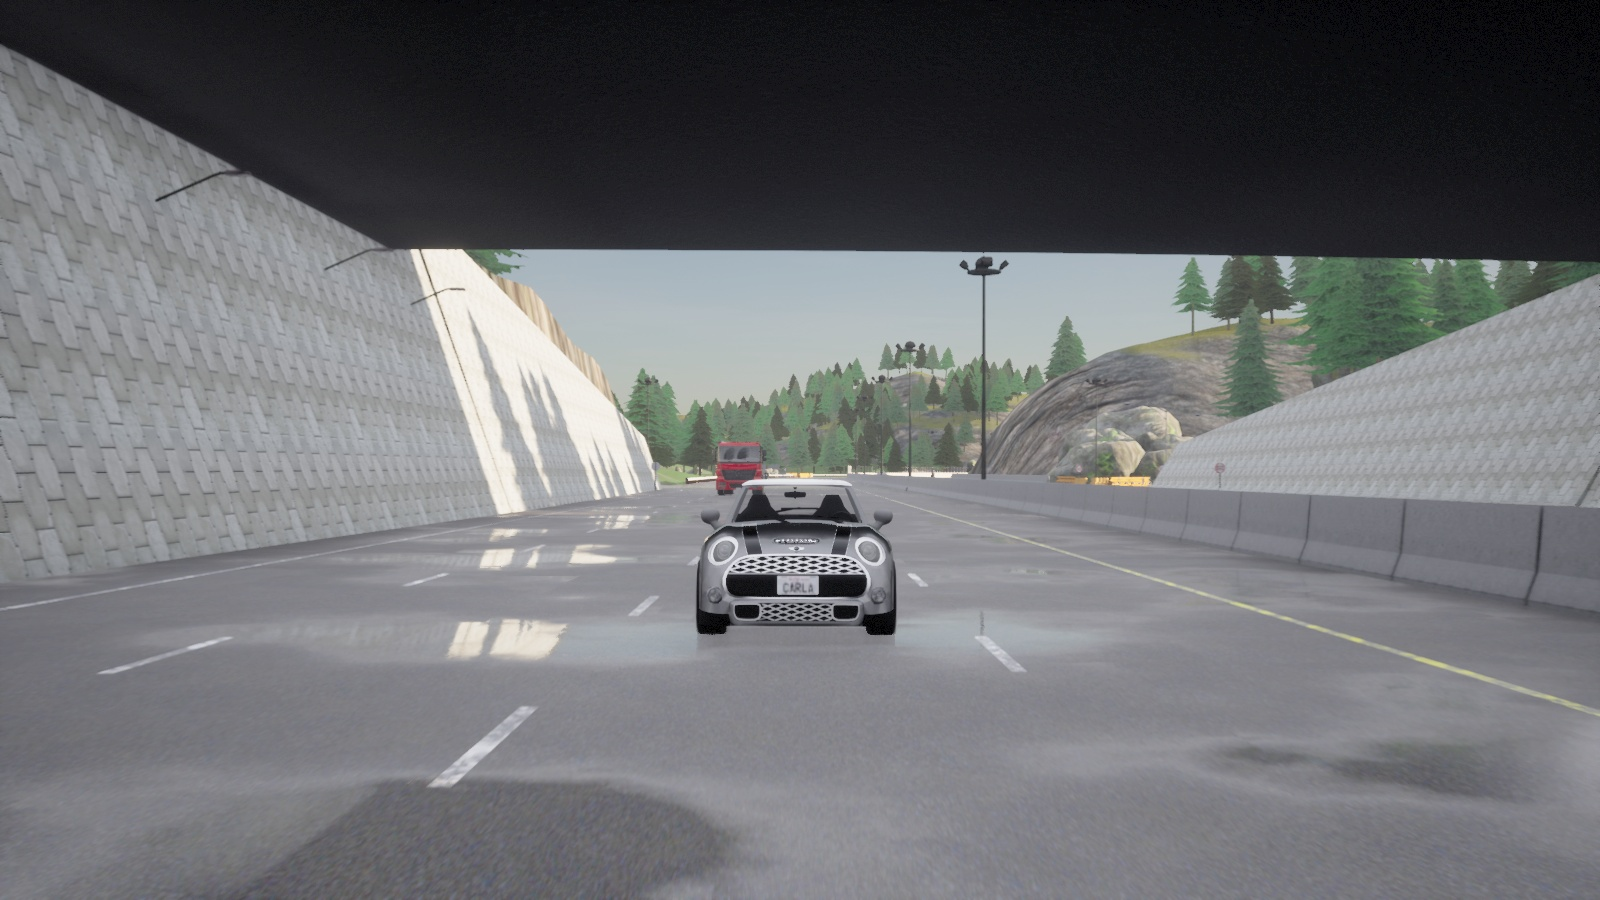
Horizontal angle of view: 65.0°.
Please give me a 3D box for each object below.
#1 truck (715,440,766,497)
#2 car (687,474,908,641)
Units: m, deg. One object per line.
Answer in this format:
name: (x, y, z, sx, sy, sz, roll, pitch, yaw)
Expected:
truck: (-3.766, 1.207, 81.173, 2.891, 3.462, 7.936, 0, -1, 0)
car: (-0.028, 1.000, 13.157, 1.970, 1.475, 3.806, 0, -1, 0)
